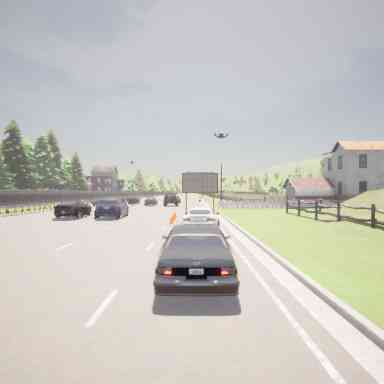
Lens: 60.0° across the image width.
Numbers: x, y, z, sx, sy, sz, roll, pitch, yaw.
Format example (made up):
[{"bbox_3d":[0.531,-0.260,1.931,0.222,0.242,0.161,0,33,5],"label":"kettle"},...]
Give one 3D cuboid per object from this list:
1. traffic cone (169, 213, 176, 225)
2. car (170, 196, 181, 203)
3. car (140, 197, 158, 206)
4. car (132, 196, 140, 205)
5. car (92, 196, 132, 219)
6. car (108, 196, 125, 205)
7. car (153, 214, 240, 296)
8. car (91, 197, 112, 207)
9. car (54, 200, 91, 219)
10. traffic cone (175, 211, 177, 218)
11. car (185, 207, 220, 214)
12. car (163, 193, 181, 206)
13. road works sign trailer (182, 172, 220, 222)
[{"bbox_3d":[-1.459,1.955,23.139,0.340,0.580,0.340,0,0,0],"label":"traffic cone"},{"bbox_3d":[-3.315,1.564,68.534,1.994,1.385,4.181,0,0,0],"label":"car"},{"bbox_3d":[-6.831,1.547,55.824,2.033,1.411,5.357,0,0,0],"label":"car"},{"bbox_3d":[-10.326,1.503,59.324,1.837,1.490,4.892,0,0,0],"label":"car"},{"bbox_3d":[-6.864,1.353,28.876,2.097,1.767,4.553,0,0,0],"label":"car"},{"bbox_3d":[-13.824,1.478,61.122,1.882,1.535,5.008,0,0,0],"label":"car"},{"bbox_3d":[0.108,1.547,8.782,2.033,1.411,5.357,0,0,1],"label":"car"},{"bbox_3d":[-13.842,1.563,51.083,1.994,1.385,4.181,0,0,1],"label":"car"},{"bbox_3d":[-10.364,1.477,29.242,1.882,1.535,5.008,0,0,0],"label":"car"},{"bbox_3d":[-1.456,1.955,25.139,0.340,0.580,0.340,0,0,0],"label":"traffic cone"},{"bbox_3d":[0.536,1.538,18.437,1.812,1.442,4.674,0,-1,6],"label":"car"},{"bbox_3d":[-3.334,1.221,53.319,2.150,2.045,5.566,0,0,0],"label":"car"},{"bbox_3d":[0.514,0.464,22.051,2.380,3.560,2.880,0,0,-4],"label":"road works sign trailer"}]
